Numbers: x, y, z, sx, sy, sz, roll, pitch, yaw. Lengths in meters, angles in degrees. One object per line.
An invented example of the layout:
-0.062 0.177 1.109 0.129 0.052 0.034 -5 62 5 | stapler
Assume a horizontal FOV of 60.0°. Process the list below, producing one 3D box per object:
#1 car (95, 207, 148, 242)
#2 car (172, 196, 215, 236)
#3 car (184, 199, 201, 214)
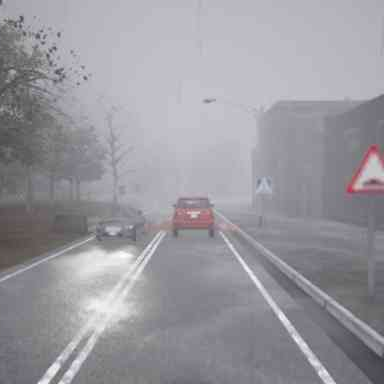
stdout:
-3.367 1.518 16.591 2.128 1.511 4.902 0 0 0 | car
0.079 1.220 18.698 2.150 2.045 5.566 0 0 0 | car
0.024 1.559 37.058 1.812 1.442 4.674 0 0 0 | car
